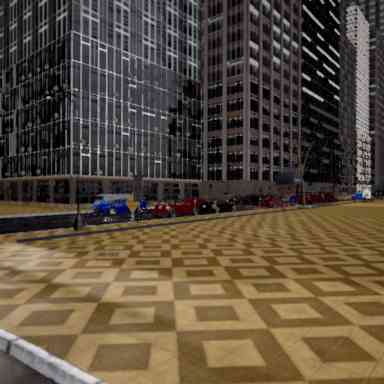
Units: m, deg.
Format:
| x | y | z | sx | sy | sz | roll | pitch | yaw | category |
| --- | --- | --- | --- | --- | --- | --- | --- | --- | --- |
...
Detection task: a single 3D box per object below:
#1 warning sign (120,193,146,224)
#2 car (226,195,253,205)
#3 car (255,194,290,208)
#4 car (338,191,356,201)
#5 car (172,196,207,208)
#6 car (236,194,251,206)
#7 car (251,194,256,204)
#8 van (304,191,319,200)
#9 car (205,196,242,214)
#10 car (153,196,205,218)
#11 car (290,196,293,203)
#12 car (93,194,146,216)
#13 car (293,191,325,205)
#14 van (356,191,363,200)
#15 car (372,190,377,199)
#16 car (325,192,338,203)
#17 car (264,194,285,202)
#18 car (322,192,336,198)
| x | y | z | sx | sy | sz | roll | pitch | yaw | category |
| --- | --- | --- | --- | --- | --- | --- | --- | --- | --- |
| -3.694 | 0.972 | 20.797 | 1.300 | 1.860 | 1.060 | 0 | 0 | 41 | warning sign |
| 7.177 | 1.139 | 49.996 | 1.947 | 1.339 | 4.313 | 1 | 1 | 41 | car |
| 9.827 | 1.238 | 40.209 | 1.802 | 1.307 | 4.206 | 1 | 1 | 41 | car |
| 28.446 | 0.952 | 61.935 | 1.752 | 1.417 | 4.829 | 1 | 1 | 41 | car |
| -0.232 | 1.210 | 41.364 | 1.887 | 1.381 | 4.507 | 1 | 1 | 41 | car |
| 8.363 | 1.073 | 47.325 | 1.882 | 1.535 | 5.008 | 0 | 1 | 41 | car |
| 10.318 | 1.119 | 44.856 | 1.837 | 1.490 | 4.892 | 0 | 1 | 41 | car |
| 25.688 | 0.687 | 71.591 | 1.690 | 1.788 | 3.998 | 1 | 1 | 41 | van |
| 2.474 | 1.314 | 31.528 | 1.947 | 1.339 | 4.313 | 1 | 1 | 41 | car |
| -1.184 | 1.234 | 27.170 | 1.967 | 1.590 | 4.097 | 1 | 1 | 41 | car |
| 17.035 | 1.056 | 52.764 | 1.812 | 1.442 | 4.674 | 0 | 1 | 41 | car |
| -6.404 | 1.255 | 30.174 | 1.882 | 1.535 | 5.008 | 0 | 1 | 41 | car |
| 17.232 | 0.880 | 48.844 | 2.192 | 1.841 | 5.009 | 1 | 1 | 41 | car |
| 35.741 | 0.679 | 70.443 | 1.690 | 1.788 | 3.998 | 1 | 1 | 41 | van |
| 39.441 | 0.843 | 74.766 | 2.008 | 1.369 | 4.403 | 1 | 1 | 41 | car |
| 20.933 | 0.834 | 53.164 | 2.192 | 1.841 | 5.009 | 1 | 1 | 41 | car |
| 14.581 | 1.048 | 58.636 | 1.947 | 1.339 | 4.313 | 1 | 1 | 41 | car |
| 33.091 | 0.822 | 80.235 | 1.947 | 1.339 | 4.313 | 1 | 1 | 41 | car |
